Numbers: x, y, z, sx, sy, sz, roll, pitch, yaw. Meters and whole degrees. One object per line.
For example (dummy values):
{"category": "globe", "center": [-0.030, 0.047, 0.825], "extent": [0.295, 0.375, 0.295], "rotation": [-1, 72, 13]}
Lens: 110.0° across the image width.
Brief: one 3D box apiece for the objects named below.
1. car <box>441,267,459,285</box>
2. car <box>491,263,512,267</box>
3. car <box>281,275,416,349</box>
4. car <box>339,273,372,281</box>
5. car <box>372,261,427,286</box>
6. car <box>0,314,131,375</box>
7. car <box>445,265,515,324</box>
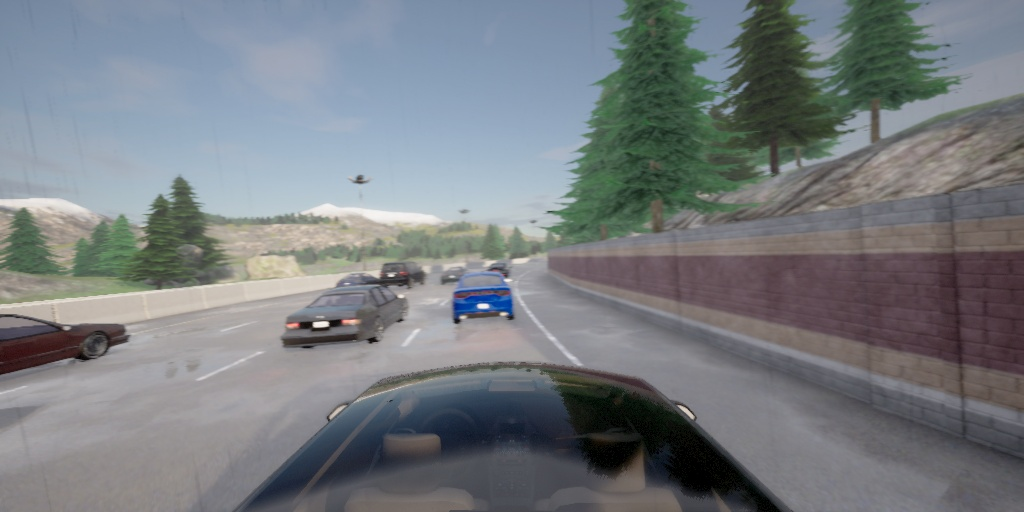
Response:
{"category": "car", "center": [-4.576, 1.581, 30.047], "extent": [1.994, 1.385, 4.181], "rotation": [-3, 0, 3]}
{"category": "car", "center": [-1.056, 1.324, 30.630], "extent": [1.837, 1.490, 4.892], "rotation": [-3, 0, 4]}
{"category": "car", "center": [-4.369, 1.546, 10.290], "extent": [2.033, 1.411, 5.357], "rotation": [-3, 0, -5]}
{"category": "car", "center": [-11.697, 1.981, 27.558], "extent": [1.994, 1.385, 4.181], "rotation": [-3, 0, 2]}
{"category": "car", "center": [-8.256, 1.444, 27.497], "extent": [2.150, 2.045, 5.566], "rotation": [-3, 0, 2]}
{"category": "car", "center": [-11.078, 1.923, 7.178], "extent": [2.033, 1.411, 5.357], "rotation": [-3, 0, -6]}
{"category": "car", "center": [-1.012, 1.288, 12.666], "extent": [1.882, 1.535, 5.008], "rotation": [-3, 0, -4]}
